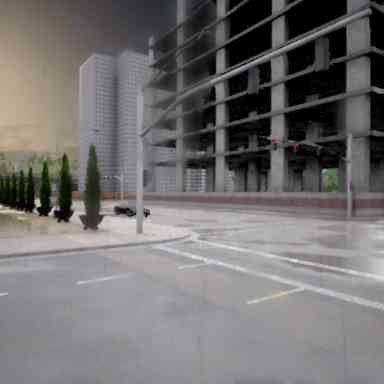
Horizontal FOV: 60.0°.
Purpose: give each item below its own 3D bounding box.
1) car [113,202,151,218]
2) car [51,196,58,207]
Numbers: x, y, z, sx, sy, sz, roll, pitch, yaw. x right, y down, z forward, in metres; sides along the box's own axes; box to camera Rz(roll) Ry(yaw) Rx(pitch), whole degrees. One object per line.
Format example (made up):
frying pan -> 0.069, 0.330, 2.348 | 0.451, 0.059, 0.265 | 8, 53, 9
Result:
car -> -6.016, 1.730, 32.854 | 2.033, 1.411, 5.357 | 1, 0, -35
car -> -23.188, 1.541, 57.225 | 2.097, 1.767, 4.553 | 1, 0, -35
